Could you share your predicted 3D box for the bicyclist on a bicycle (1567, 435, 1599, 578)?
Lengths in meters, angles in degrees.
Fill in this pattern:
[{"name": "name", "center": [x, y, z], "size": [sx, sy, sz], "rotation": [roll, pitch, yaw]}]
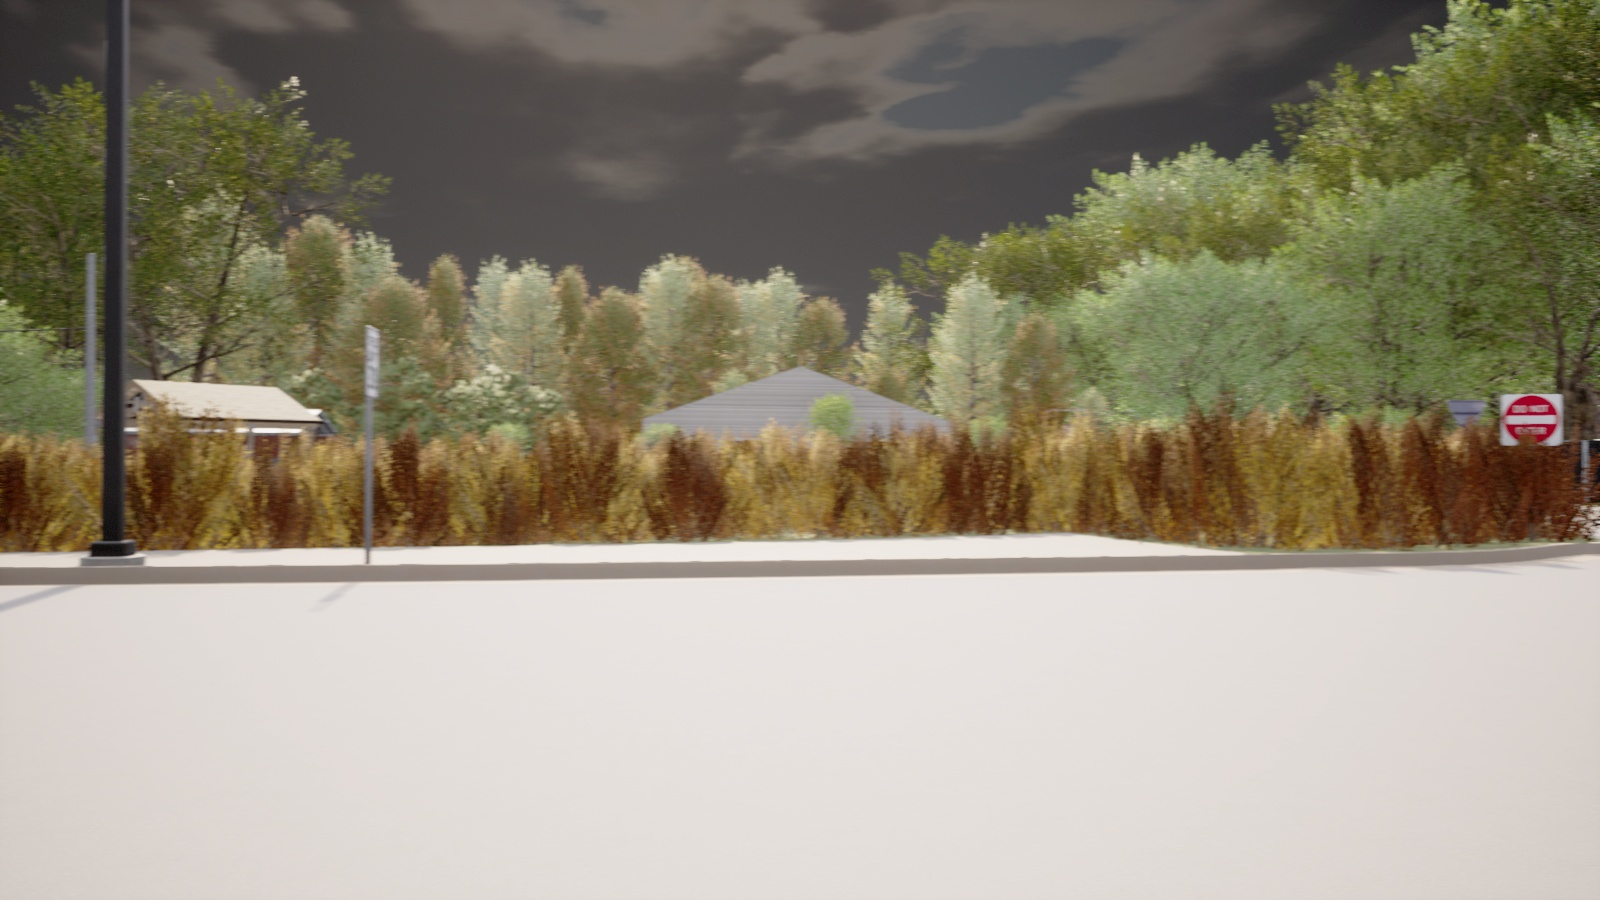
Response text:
[{"name": "bicyclist on a bicycle", "center": [9.680, 0.652, 14.514], "size": [1.509, 1.612, 0.866], "rotation": [2, -1, -36]}]
